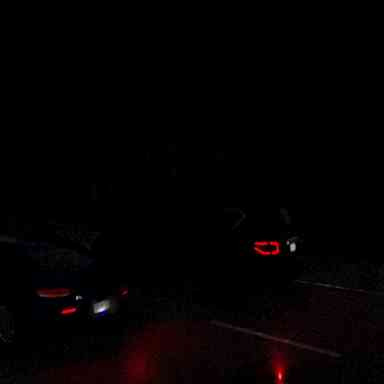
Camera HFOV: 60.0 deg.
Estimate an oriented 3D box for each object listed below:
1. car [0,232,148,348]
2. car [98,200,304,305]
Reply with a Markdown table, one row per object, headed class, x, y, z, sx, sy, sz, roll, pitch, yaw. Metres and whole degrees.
| class | x | y | z | sx | sy | sz | roll | pitch | yaw |
| --- | --- | --- | --- | --- | --- | --- | --- | --- | --- |
| car | -3.220 | 1.538 | 6.292 | 4.674 | 1.442 | 1.812 | 0 | 0 | 35 |
| car | -0.111 | 1.231 | 8.371 | 5.566 | 2.045 | 2.150 | 0 | 0 | 35 |
